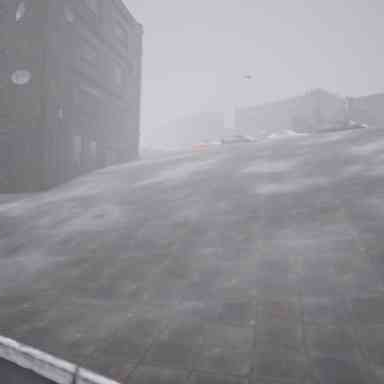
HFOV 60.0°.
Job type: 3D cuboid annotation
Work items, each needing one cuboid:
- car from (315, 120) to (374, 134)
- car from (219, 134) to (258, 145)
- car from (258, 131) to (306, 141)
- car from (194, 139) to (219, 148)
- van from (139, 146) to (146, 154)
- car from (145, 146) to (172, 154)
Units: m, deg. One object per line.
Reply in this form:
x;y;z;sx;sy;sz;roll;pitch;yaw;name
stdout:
12.115;-4.883;26.303;2.185;1.767;4.553;1;2;-36;car
5.487;-5.315;35.284;2.185;1.767;4.553;1;2;-36;car
8.850;-4.930;30.724;2.002;1.452;4.674;1;2;-36;car
2.212;-5.525;39.723;2.185;1.767;4.553;1;2;-36;car
-7.527;-6.225;52.919;1.878;1.987;4.442;1;2;-36;van
-4.330;-5.806;48.583;2.231;1.521;4.892;1;2;-36;car
